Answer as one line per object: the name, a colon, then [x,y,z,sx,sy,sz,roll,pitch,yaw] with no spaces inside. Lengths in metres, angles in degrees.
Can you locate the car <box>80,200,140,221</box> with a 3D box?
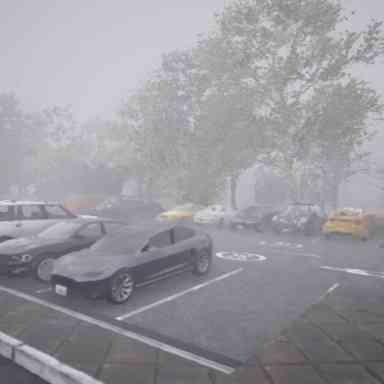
car: [-7.059,1.535,29.158,2.163,1.488,4.792,0,0,36]

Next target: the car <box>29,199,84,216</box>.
car: [-13.746,1.515,34.082,2.163,1.488,4.792,0,0,36]

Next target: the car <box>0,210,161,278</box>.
car: [-3.520,1.579,10.469,2.097,1.535,5.008,0,0,36]

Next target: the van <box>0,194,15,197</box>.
van: [-20.418,1.283,39.034,1.878,1.987,4.442,0,0,36]

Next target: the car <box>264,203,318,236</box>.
car: [6.326,1.458,19.516,2.185,1.767,4.553,0,0,36]

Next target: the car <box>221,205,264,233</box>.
car: [4.148,1.601,21.022,2.163,1.488,4.792,0,0,36]

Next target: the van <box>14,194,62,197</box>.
van: [-16.054,1.264,35.588,1.878,1.987,4.442,0,0,36]

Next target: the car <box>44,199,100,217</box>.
car: [-11.610,1.516,32.532,2.163,1.488,4.792,0,0,36]

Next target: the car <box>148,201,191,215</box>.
car: [-0.427,1.542,24.150,1.946,1.575,5.366,0,0,36]

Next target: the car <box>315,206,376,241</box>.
car: [8.547,1.597,17.859,2.097,1.535,5.008,0,0,36]

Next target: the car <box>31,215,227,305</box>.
car: [-1.293,1.622,8.810,2.163,1.488,4.792,0,0,36]

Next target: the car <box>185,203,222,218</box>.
car: [1.922,1.598,22.671,2.002,1.452,4.674,0,0,36]

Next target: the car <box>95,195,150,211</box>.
car: [-4.783,1.267,27.576,2.435,2.045,5.566,0,0,36]

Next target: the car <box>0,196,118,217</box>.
car: [-5.752,1.314,12.117,2.435,2.045,5.566,0,0,36]
